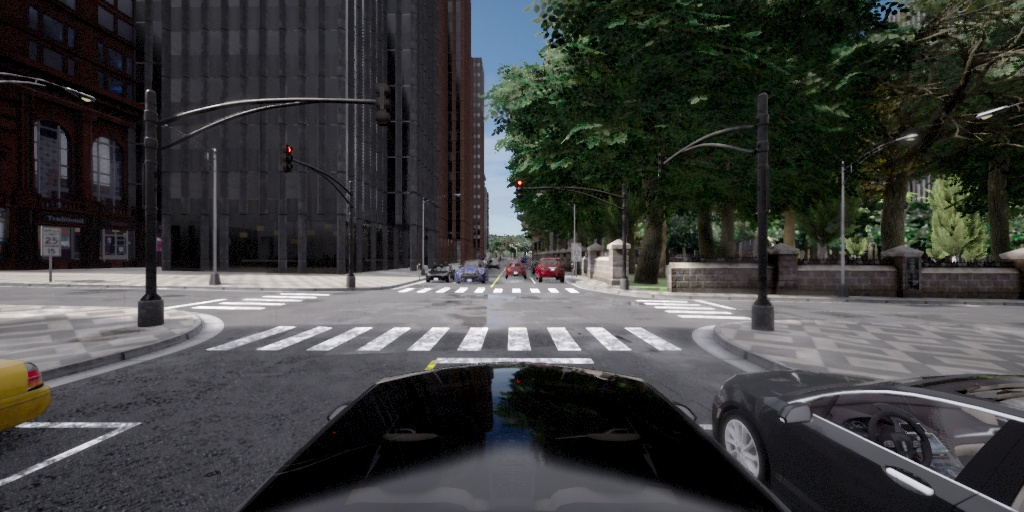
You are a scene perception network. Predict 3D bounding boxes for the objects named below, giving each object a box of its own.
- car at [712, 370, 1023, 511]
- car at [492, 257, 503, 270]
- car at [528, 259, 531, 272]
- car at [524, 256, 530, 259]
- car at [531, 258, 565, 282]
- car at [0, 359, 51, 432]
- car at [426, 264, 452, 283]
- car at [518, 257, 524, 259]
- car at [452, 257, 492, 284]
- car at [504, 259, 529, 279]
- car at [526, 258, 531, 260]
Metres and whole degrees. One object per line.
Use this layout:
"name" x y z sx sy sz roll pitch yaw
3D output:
"car" 2.760 1.300 1.744 2.007 1.370 4.403 0 0 0
"car" -2.686 1.292 52.372 1.837 1.490 4.892 0 0 1
"car" 3.058 1.338 39.320 1.948 1.339 4.313 0 0 0
"car" 3.188 1.230 55.689 1.967 1.591 4.097 0 0 0
"car" 2.972 1.075 28.408 2.192 1.841 5.009 0 0 0
"car" -5.766 1.275 1.632 1.751 1.417 4.829 0 0 0
"car" -5.553 1.326 28.466 1.948 1.339 4.313 0 0 0
"car" 0.524 1.343 59.990 2.033 1.411 5.357 0 0 1
"car" -2.903 1.112 26.869 2.097 1.767 4.553 0 0 0
"car" 0.348 1.291 33.214 1.812 1.442 4.674 0 0 0
"car" 3.101 1.329 44.776 2.007 1.370 4.403 0 0 0
